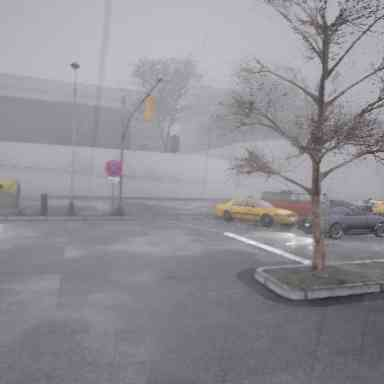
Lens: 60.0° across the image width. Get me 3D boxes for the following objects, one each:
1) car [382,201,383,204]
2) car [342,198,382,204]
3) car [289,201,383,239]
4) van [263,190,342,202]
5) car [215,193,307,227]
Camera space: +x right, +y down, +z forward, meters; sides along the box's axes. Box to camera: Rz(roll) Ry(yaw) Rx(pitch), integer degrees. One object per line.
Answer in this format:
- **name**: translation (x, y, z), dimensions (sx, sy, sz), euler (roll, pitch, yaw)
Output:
- **car**: translation (11.857, 1.217, 22.730), dimensions (1.946, 1.575, 5.366), euler (0, 1, -39)
- **car**: translation (9.138, 1.194, 21.627), dimensions (2.163, 1.488, 4.792), euler (0, 1, -39)
- **car**: translation (7.079, 1.335, 15.614), dimensions (4.181, 1.385, 1.994), euler (1, 2, -19)
- **van**: translation (6.427, 0.884, 20.532), dimensions (1.878, 1.987, 4.442), euler (1, 1, -39)
- **car**: translation (3.649, 1.049, 19.501), dimensions (1.946, 1.575, 5.366), euler (1, 1, -39)
